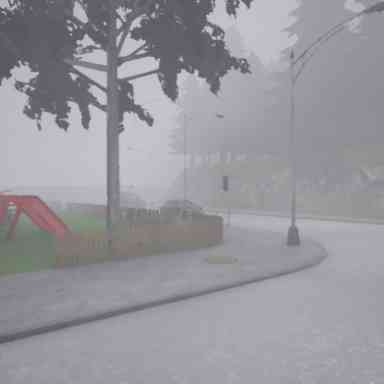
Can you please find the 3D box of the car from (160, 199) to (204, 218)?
[{"bbox_3d":[-0.914,1.336,27.705,1.837,1.490,4.892,-1,0,-35],"label":"car"}]

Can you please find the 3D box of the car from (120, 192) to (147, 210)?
[{"bbox_3d":[-7.044,1.053,36.315,2.150,2.045,5.566,-1,0,-36],"label":"car"}]
